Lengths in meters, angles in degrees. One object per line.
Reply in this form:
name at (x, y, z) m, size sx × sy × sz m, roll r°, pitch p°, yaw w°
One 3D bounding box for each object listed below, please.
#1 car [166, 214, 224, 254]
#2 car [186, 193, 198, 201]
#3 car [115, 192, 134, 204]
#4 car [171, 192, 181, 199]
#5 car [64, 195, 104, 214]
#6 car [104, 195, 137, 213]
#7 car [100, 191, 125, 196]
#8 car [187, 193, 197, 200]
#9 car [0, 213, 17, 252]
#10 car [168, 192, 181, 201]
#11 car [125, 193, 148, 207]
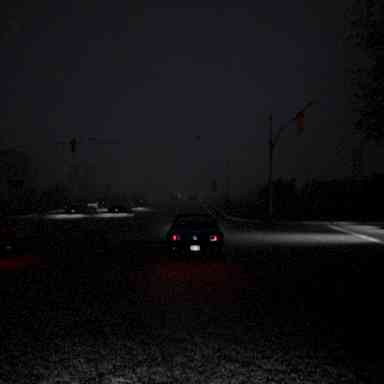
car at (0.099, 1.496, 12.961) m, size 1.895 × 1.301 × 4.718 m, roll 0°, pitch 0°, yaw 0°
car at (0.003, 0.996, 63.553) m, size 1.837 × 1.490 × 4.892 m, roll 0°, pitch 0°, yaw 0°
car at (-10.501, 0.934, 52.303) m, size 2.097 × 1.767 × 4.553 m, roll 0°, pitch 0°, yaw 0°
car at (-3.456, 0.737, 73.945) m, size 1.882 × 1.535 × 5.008 m, roll 0°, pitch 0°, yaw 1°
car at (-10.591, 1.289, 32.271) m, size 2.033 × 1.411 × 5.357 m, roll 0°, pitch 0°, yaw 0°
car at (-7.127, 1.279, 33.513) m, size 2.033 × 1.411 × 5.357 m, roll 0°, pitch 0°, yaw -3°
car at (-10.548, 0.883, 42.267) m, size 2.150 × 2.045 × 5.566 m, roll 0°, pitch 0°, yaw 1°
car at (0.045, 0.934, 73.916) m, size 2.128 × 1.511 × 4.902 m, roll 0°, pitch 0°, yaw 1°
car at (-8.132, 1.377, 12.489) m, size 1.882 × 1.535 × 5.008 m, roll 1°, pitch 0°, yaw -42°
car at (-3.497, 1.039, 63.539) m, size 2.033 × 1.411 × 5.357 m, roll 0°, pitch 0°, yaw 0°
car at (-7.051, 1.007, 43.036) m, size 2.097 × 1.767 × 4.553 m, roll 0°, pitch 0°, yaw 0°
